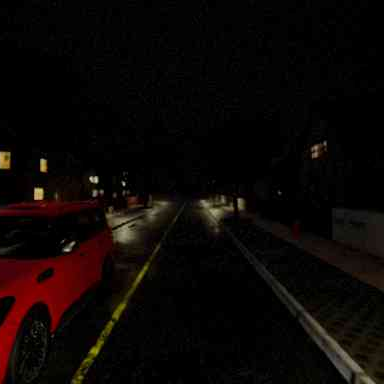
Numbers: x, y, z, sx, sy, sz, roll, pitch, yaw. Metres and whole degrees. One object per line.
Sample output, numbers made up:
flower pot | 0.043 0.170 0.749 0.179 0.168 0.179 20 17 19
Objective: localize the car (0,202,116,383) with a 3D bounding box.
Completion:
car | -2.825 1.218 5.519 2.150 2.045 5.566 0 0 0
